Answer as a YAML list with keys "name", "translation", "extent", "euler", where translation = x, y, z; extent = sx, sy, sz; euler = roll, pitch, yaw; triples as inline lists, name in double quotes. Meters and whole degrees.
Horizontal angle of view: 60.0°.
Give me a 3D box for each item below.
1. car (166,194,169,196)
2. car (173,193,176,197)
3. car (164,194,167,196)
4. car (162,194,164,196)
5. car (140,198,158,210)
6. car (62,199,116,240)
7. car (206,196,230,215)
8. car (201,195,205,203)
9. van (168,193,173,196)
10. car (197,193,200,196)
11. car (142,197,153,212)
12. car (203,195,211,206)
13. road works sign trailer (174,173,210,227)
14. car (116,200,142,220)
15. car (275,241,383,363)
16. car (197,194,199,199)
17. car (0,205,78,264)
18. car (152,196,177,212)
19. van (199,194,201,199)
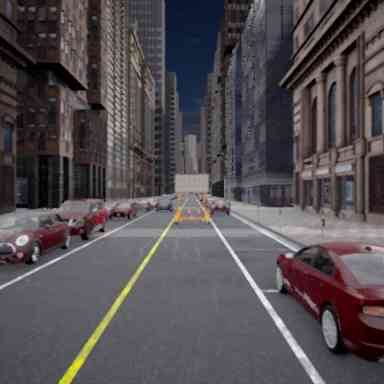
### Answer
- name: "car"
  translation: [-5.775, 1.575, 61.973]
  extent: [1.887, 1.381, 4.507]
  euler: [0, 0, 0]
- name: "car"
  translation: [-5.780, 1.483, 84.380]
  extent: [1.967, 1.590, 4.097]
  euler: [0, 0, 0]
- name: "car"
  translation: [-5.774, 1.572, 56.371]
  extent: [1.887, 1.381, 4.507]
  euler: [0, 0, 0]
- name: "car"
  translation: [-5.772, 1.464, 50.769]
  extent: [1.967, 1.590, 4.097]
  euler: [0, 0, 0]
- name: "car"
  translation: [-5.771, 1.546, 44.997]
  extent: [1.752, 1.417, 4.829]
  euler: [0, 0, 0]
- name: "car"
  translation: [-5.763, 1.322, 17.158]
  extent: [2.192, 1.841, 5.009]
  euler: [0, 0, 0]
- name: "car"
  translation: [2.758, 1.455, 33.973]
  extent: [1.967, 1.590, 4.097]
  euler: [0, 0, 0]
- name: "car"
  translation: [2.753, 1.569, 50.780]
  extent: [1.887, 1.381, 4.507]
  euler: [0, 0, 0]
- name: "van"
  translation: [-5.777, 1.378, 73.177]
  extent: [1.690, 1.788, 3.998]
  euler: [0, 0, 0]
- name: "car"
  translation: [2.746, 1.480, 78.790]
  extent: [1.967, 1.590, 4.097]
  euler: [0, 0, 0]
- name: "car"
  translation: [-5.770, 1.600, 39.565]
  extent: [1.802, 1.307, 4.206]
  euler: [0, 0, 0]
- name: "car"
  translation: [2.754, 1.546, 45.347]
  extent: [1.752, 1.417, 4.829]
  euler: [0, 0, 0]
- name: "road works sign trailer"
  translation: [-0.005, 0.474, 22.653]
  extent: [2.380, 3.560, 2.880]
  euler: [0, 0, 0]
- name: "car"
  translation: [-5.767, 1.557, 28.362]
  extent: [1.887, 1.381, 4.507]
  euler: [0, 0, 0]
- name: "car"
  translation: [2.764, 1.547, 5.963]
  extent: [1.887, 1.381, 4.507]
  euler: [0, 0, 0]
- name: "car"
  translation: [2.747, 1.581, 73.189]
  extent: [1.887, 1.381, 4.507]
  euler: [0, 0, 0]
- name: "car"
  translation: [-5.762, 1.445, 11.557]
  extent: [1.967, 1.590, 4.097]
  euler: [0, 0, 0]
- name: "car"
  translation: [-3.103, 1.524, 38.355]
  extent: [1.837, 1.490, 4.892]
  euler: [0, -1, 0]
- name: "van"
  translation: [2.751, 1.371, 61.984]
  extent: [1.690, 1.788, 3.998]
  euler: [0, 0, 0]
